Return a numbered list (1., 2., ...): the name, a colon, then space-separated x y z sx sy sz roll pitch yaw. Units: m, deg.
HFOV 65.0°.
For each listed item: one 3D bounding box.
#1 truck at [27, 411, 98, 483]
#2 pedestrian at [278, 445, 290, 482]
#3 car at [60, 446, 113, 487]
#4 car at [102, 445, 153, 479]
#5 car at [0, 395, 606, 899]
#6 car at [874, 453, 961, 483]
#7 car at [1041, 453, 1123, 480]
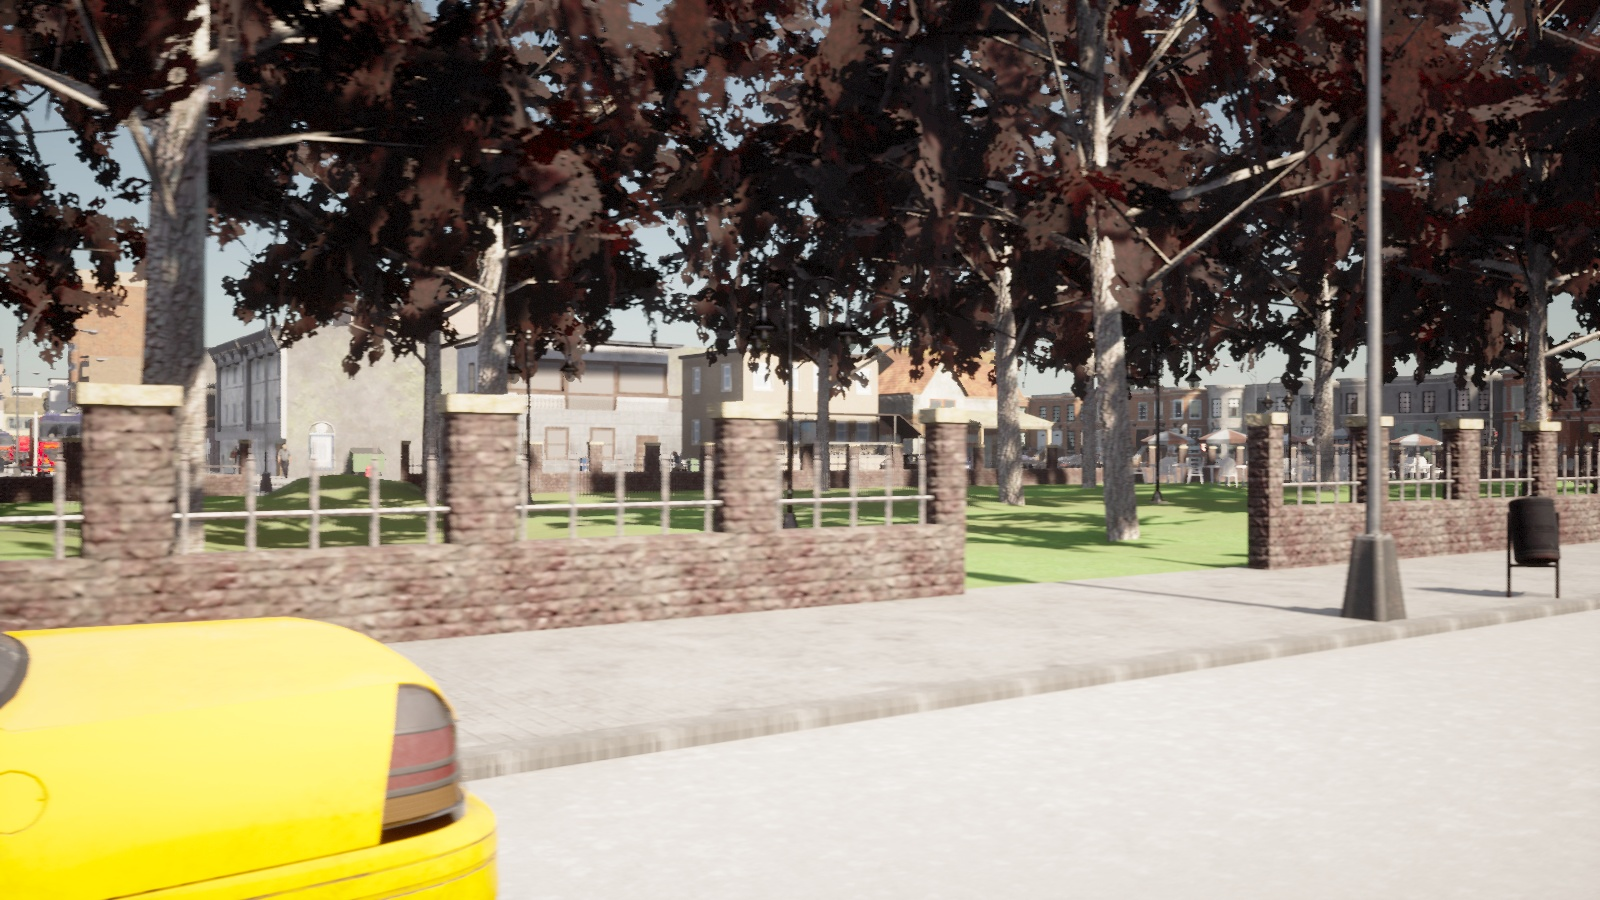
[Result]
1. truck: -41.874 -0.156 71.170 2.891 3.827 8.468 0 0 -34
2. pedestrian: -26.162 0.666 63.701 0.540 1.848 0.694 0 0 -21
3. car: -34.194 0.761 60.159 1.905 1.878 3.866 0 0 -34
4. car: -42.058 0.744 78.455 2.150 2.045 5.566 0 0 -35
5. car: -3.159 0.696 2.068 5.366 1.575 1.801 0 0 -35
6. car: 5.962 0.902 63.600 4.193 1.474 1.816 0 0 -35
7. car: 15.833 0.910 70.447 4.674 1.442 1.812 0 0 -36
